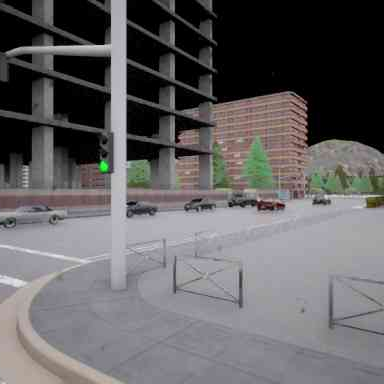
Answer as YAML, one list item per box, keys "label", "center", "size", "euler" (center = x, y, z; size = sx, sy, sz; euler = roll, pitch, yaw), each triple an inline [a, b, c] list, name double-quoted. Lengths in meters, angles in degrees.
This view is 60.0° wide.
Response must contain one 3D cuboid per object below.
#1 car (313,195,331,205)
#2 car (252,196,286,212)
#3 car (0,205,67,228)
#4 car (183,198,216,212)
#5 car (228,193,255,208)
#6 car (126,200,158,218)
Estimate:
- label: "car"
  center: [21.656, 1.299, 55.263]
  size: [2.097, 1.767, 4.553]
  euler: [0, 0, 35]
- label: "car"
  center: [9.008, 1.422, 37.414]
  size: [1.882, 1.535, 5.008]
  euler: [0, 0, 35]
- label: "car"
  center: [-10.817, 1.545, 21.886]
  size: [1.895, 1.301, 4.718]
  euler: [0, 0, 35]
- label: "car"
  center: [0.953, 1.449, 38.483]
  size: [1.837, 1.490, 4.892]
  euler: [0, 0, 35]
- label: "car"
  center: [7.177, 1.166, 47.195]
  size: [2.150, 2.045, 5.566]
  euler: [0, 0, 35]
- label: "car"
  center: [-5.042, 1.470, 30.019]
  size: [1.812, 1.442, 4.674]
  euler: [0, 0, 36]
